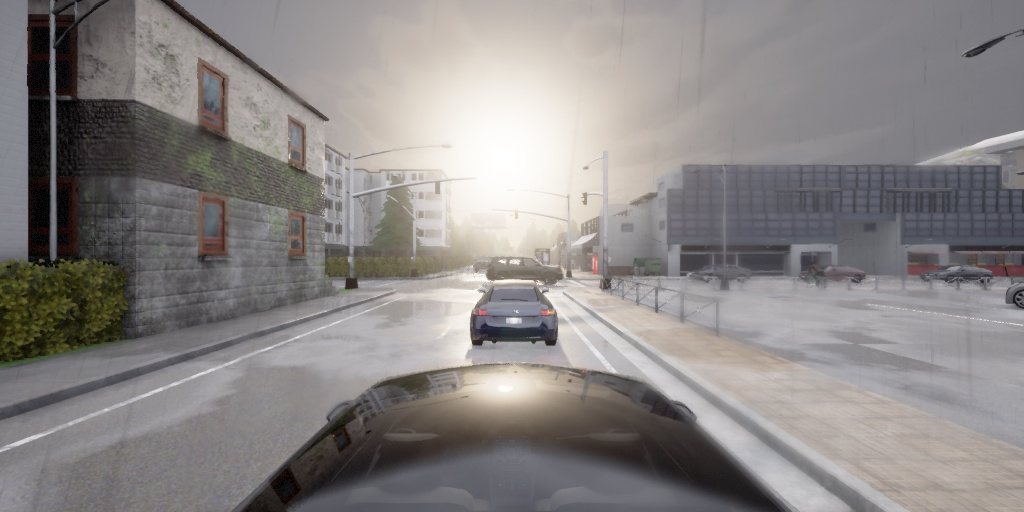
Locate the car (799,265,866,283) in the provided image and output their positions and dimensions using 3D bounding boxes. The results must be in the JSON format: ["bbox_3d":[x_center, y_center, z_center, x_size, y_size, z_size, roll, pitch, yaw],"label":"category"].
[{"bbox_3d":[26.398,1.452,29.590,4.674,1.442,1.812,0,0,0],"label":"car"}]

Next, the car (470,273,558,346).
[{"bbox_3d":[0.053,1.314,9.463,1.994,1.385,4.181,0,0,0],"label":"car"}]

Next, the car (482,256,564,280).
[{"bbox_3d":[0.889,1.044,25.820,5.566,2.045,2.150,0,-1,0],"label":"car"}]

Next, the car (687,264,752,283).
[{"bbox_3d":[17.033,1.418,29.561,4.902,1.511,2.128,0,0,0],"label":"car"}]

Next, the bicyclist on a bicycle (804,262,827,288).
[{"bbox_3d":[18.689,1.227,22.084,0.582,1.620,1.656,0,0,0],"label":"bicyclist on a bicycle"}]

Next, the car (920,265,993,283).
[{"bbox_3d":[36.708,1.452,29.612,4.674,1.442,1.812,0,0,0],"label":"car"}]

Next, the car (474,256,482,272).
[{"bbox_3d":[-3.653,0.972,47.080,2.150,2.045,5.566,0,0,0],"label":"car"}]
